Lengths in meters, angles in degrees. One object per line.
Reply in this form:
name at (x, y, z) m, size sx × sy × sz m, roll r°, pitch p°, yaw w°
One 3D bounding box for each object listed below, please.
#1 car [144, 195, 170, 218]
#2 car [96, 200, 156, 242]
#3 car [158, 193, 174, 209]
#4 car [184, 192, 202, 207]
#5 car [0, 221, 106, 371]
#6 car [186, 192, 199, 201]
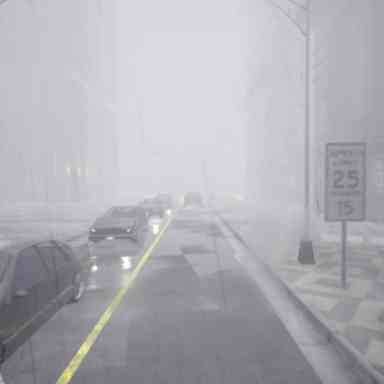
car at (-3.077, 1.169, 25.331) m, size 1.994 × 1.385 × 4.181 m, roll 0°, pitch 1°, yaw 1°
car at (-3.091, 1.321, 15.249) m, size 2.033 × 1.411 × 5.357 m, roll 0°, pitch 1°, yaw 0°
car at (-3.030, 0.909, 35.820) m, size 1.882 × 1.535 × 5.008 m, roll 0°, pitch 1°, yaw 1°
car at (0.113, 0.723, 38.743) m, size 2.097 × 1.767 × 4.553 m, roll 0°, pitch 1°, yaw 0°
car at (-3.087, 1.489, 5.177) m, size 2.033 × 1.411 × 5.357 m, roll 0°, pitch 1°, yaw 0°
car at (0.128, 0.669, 54.705) m, size 1.994 × 1.385 × 4.181 m, roll 0°, pitch 1°, yaw 0°
